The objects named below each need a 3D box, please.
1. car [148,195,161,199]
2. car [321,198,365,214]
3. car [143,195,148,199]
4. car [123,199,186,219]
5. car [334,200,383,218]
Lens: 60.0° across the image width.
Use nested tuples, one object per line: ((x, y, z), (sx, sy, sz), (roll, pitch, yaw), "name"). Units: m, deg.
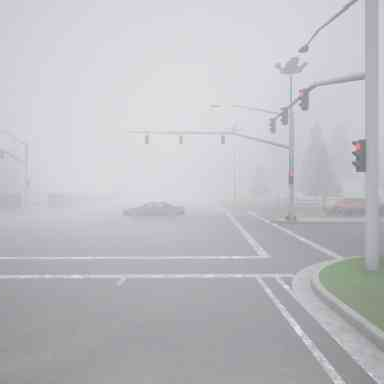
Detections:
((-8.949, 1.540, 83.217), (2.033, 1.411, 5.357), (0, 0, 0), "car")
((15.204, 1.352, 32.739), (4.553, 1.767, 2.097), (0, 0, -1), "car")
((-12.438, 1.524, 91.544), (1.812, 1.442, 4.674), (0, 0, 0), "car")
((-3.244, 1.547, 28.963), (5.357, 1.411, 2.033), (0, 0, -1), "car")
((15.455, 1.601, 29.243), (4.718, 1.301, 1.895), (0, 0, -1), "car")
